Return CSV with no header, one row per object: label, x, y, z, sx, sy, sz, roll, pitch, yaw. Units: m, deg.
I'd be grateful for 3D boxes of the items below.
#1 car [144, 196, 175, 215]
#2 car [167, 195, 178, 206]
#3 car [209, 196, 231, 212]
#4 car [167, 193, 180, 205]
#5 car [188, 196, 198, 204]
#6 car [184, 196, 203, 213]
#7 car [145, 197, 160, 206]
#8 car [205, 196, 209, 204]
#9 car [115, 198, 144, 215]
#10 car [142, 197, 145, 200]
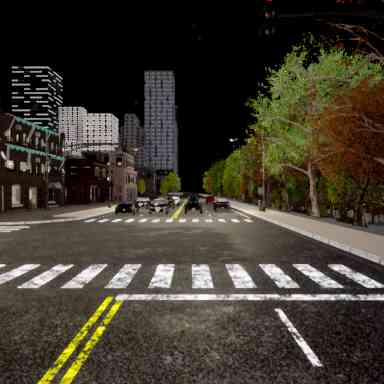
car,-3.275,1.481,34.270,2.128,1.511,4.902,0,0,0
car,-3.248,1.490,44.511,1.837,1.490,4.892,0,0,0
car,3.424,1.479,38.885,2.128,1.511,4.902,0,0,0
car,-3.210,1.202,55.237,2.150,2.045,5.566,0,0,1
car,0.221,1.502,62.392,1.812,1.442,4.674,0,0,0
car,0.170,1.493,36.471,1.837,1.490,4.892,0,0,0
car,-6.455,1.506,54.926,1.812,1.442,4.674,0,0,0
car,3.473,1.454,62.870,1.882,1.535,5.008,0,0,0
car,-6.527,1.553,33.962,1.994,1.385,4.181,0,0,0
car,-6.505,1.477,44.045,2.128,1.511,4.902,0,0,0
